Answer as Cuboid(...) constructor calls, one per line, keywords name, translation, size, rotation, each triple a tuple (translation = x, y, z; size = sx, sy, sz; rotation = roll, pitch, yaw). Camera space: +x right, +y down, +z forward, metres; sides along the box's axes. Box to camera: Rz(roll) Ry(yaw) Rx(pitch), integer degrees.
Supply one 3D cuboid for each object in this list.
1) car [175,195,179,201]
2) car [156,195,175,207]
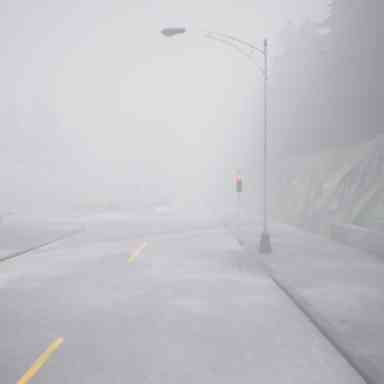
Cuboid(name="car", translation=(-3.993, 1.255, 74.140), size=(1.994, 1.385, 4.181), rotation=(0, 0, 0))
Cuboid(name="car", translation=(-3.997, 1.353, 47.633), size=(2.128, 1.511, 4.902), rotation=(0, 1, 0))
